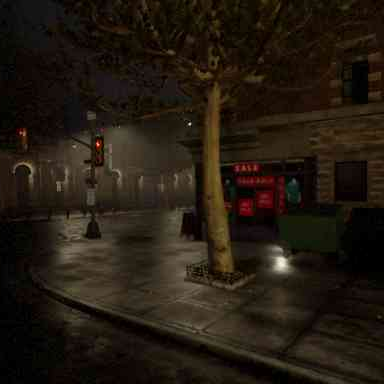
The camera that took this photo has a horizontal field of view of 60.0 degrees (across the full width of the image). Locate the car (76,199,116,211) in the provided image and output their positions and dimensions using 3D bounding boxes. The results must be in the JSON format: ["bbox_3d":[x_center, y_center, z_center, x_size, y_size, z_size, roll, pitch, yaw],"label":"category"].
[{"bbox_3d":[-11.831,1.564,40.209,1.994,1.385,4.181,0,0,36],"label":"car"}]

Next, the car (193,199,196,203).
[{"bbox_3d":[2.129,1.492,59.321,2.128,1.511,4.902,0,0,36],"label":"car"}]

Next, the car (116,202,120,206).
[{"bbox_3d":[-12.153,1.595,45.125,1.895,1.301,4.718,0,0,36],"label":"car"}]
